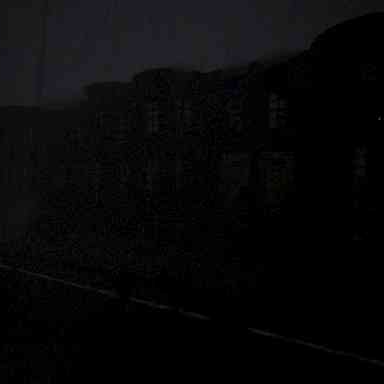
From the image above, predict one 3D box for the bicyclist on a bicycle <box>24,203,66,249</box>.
[{"bbox_3d":[-5.324,1.209,12.150,0.582,1.620,1.656,0,1,34],"label":"bicyclist on a bicycle"}]
